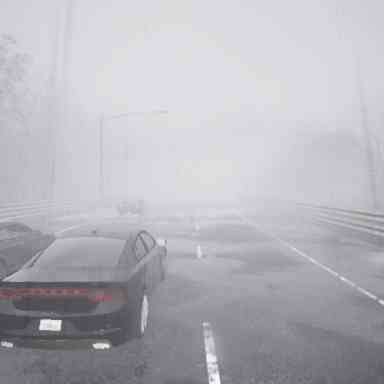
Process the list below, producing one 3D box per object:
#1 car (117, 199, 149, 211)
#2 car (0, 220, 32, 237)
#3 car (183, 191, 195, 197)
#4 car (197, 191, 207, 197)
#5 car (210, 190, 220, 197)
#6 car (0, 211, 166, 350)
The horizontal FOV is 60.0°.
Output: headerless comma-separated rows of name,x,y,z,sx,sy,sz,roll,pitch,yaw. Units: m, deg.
car,-4.771,1.260,27.876,1.895,1.301,4.718,0,1,1
car,-4.990,1.417,8.339,1.812,1.442,4.674,0,1,0
car,-1.194,0.553,85.793,2.033,1.411,5.357,0,1,6
car,2.334,0.612,85.919,1.895,1.301,4.718,0,1,6
car,5.891,0.373,86.332,2.097,1.767,4.553,0,1,6
car,-1.617,1.396,6.430,1.882,1.535,5.008,0,1,2
